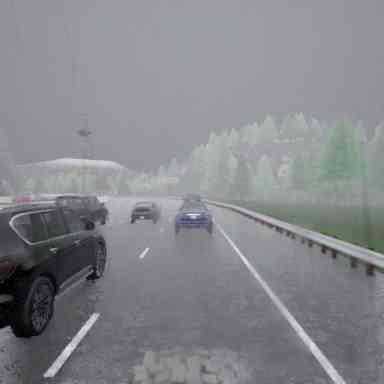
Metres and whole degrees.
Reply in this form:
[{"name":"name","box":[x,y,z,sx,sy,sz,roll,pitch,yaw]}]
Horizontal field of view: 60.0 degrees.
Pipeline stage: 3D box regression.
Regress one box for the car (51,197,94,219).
[{"name":"car","box":[-10.408,1.355,29.380,2.097,1.767,4.553,0,0,0]}]

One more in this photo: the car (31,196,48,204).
[{"name":"car","box":[-30.599,1.557,66.986,1.994,1.385,4.181,0,0,-9]}]

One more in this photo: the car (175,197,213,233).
[{"name":"car","box":[0.095,1.354,19.879,2.097,1.767,4.553,0,0,0]}]

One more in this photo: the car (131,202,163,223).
[{"name":"car","box":[-3.408,1.507,25.252,1.837,1.490,4.892,0,0,0]}]

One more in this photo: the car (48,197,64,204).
[{"name":"car","box":[-26.794,1.601,65.483,1.895,1.301,4.718,0,0,-9]}]

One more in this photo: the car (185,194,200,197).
[{"name":"car","box":[-0.004,1.225,40.288,2.150,2.045,5.566,0,0,-1]}]

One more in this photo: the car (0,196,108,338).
[{"name":"car","box":[-3.401,1.222,6.748,2.150,2.045,5.566,0,0,0]}]
